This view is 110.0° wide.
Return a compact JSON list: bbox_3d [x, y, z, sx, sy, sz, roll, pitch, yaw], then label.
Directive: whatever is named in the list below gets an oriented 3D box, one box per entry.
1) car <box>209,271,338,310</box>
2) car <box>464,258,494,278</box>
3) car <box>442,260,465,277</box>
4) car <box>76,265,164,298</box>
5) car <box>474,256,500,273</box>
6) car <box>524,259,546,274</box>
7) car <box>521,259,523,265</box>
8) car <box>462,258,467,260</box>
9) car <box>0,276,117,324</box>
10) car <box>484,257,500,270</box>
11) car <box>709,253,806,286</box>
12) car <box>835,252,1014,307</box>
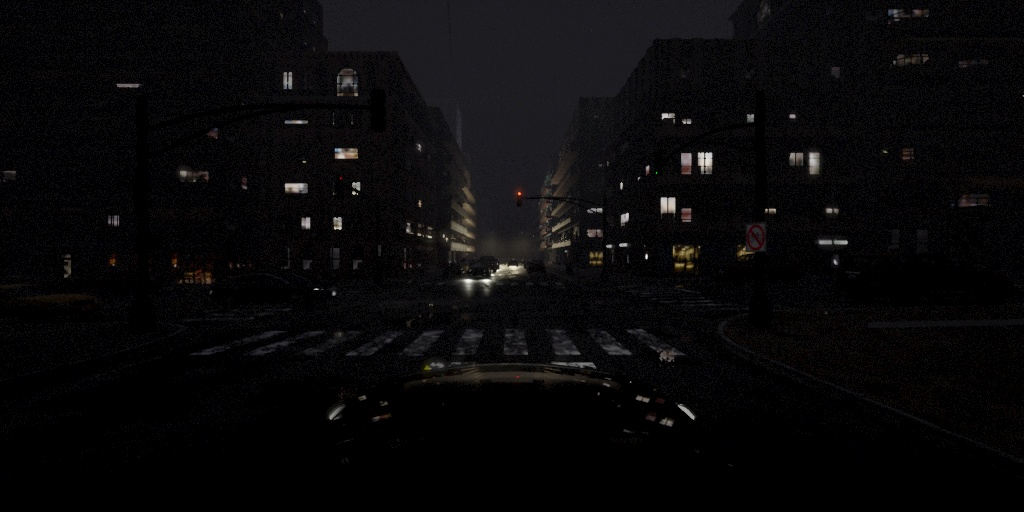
[{"bbox_3d":[-10.155,1.406,15.455,4.902,1.511,2.128,-1,0,0],"label":"car"},{"bbox_3d":[-3.036,1.233,34.102,1.882,1.535,5.008,0,0,0],"label":"car"},{"bbox_3d":[-5.623,1.322,35.117,1.948,1.339,4.313,0,0,0],"label":"car"},{"bbox_3d":[-23.560,1.462,21.123,5.009,1.841,2.192,0,0,0],"label":"car"},{"bbox_3d":[-3.014,0.981,44.083,2.150,2.045,5.566,0,0,0],"label":"car"},{"bbox_3d":[2.769,1.198,40.785,1.967,1.591,4.097,0,0,0],"label":"car"},{"bbox_3d":[2.803,1.348,57.832,1.802,1.307,4.207,0,0,0],"label":"car"},{"bbox_3d":[-5.612,1.283,40.630,1.751,1.417,4.829,0,0,0],"label":"car"},{"bbox_3d":[-17.608,1.585,12.815,4.829,1.417,1.751,0,0,0],"label":"car"},{"bbox_3d":[-2.979,1.116,54.416,2.097,1.767,4.553,0,0,0],"label":"car"},{"bbox_3d":[14.615,0.759,21.412,5.009,1.841,2.192,0,0,0],"label":"car"},{"bbox_3d":[14.733,0.775,13.032,5.009,1.841,2.192,0,0,0],"label":"car"}]
